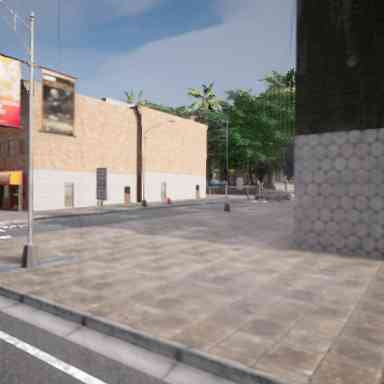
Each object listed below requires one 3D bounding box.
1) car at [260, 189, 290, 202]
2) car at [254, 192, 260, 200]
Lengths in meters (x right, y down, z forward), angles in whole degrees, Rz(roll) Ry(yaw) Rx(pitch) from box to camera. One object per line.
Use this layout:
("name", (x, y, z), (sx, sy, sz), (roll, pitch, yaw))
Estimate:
("car", (10.875, 0.453, 41.977), (2.128, 1.511, 4.902), (1, 2, 36))
("car", (10.264, 0.367, 45.852), (1.837, 1.490, 4.892), (1, 2, 36))
